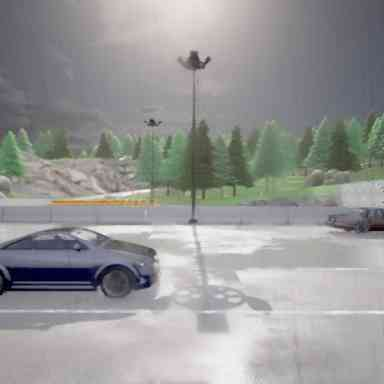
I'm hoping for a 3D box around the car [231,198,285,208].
[{"bbox_3d":[6.904,1.538,36.082,5.357,1.411,2.033,0,0,0],"label":"car"}]

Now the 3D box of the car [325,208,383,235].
[{"bbox_3d":[10.272,1.572,18.389,5.357,1.411,2.033,0,0,0],"label":"car"}]

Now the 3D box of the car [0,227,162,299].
[{"bbox_3d":[-2.818,1.541,7.865,4.181,1.385,1.994,0,0,0],"label":"car"}]

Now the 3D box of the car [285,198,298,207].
[{"bbox_3d":[11.024,1.507,42.652,4.892,1.490,1.837,0,1,18],"label":"car"}]

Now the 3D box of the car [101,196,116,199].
[{"bbox_3d":[-15.831,1.424,62.930,1.994,1.385,4.181,0,0,-35],"label":"car"}]
